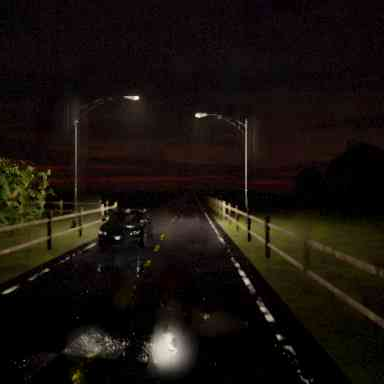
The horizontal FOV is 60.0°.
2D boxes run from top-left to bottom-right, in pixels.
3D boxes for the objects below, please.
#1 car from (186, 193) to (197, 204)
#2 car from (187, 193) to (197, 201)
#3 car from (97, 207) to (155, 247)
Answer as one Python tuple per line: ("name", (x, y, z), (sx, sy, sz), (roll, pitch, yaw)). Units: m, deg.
("car", (-0.041, 1.406, 60.838), (1.994, 1.385, 4.181), (0, 0, 0))
("car", (-0.048, 1.051, 70.844), (2.097, 1.767, 4.553), (0, 0, 0))
("car", (-2.765, 1.475, 14.808), (1.837, 1.490, 4.892), (0, 0, 0))
